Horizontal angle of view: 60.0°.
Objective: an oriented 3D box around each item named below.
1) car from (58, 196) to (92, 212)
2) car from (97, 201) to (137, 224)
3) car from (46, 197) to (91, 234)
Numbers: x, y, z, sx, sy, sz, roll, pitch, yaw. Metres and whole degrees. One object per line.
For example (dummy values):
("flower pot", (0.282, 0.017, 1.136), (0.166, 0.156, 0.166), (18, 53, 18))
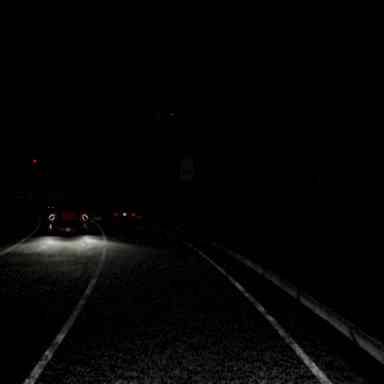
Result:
("car", (-13.348, 1.324, 37.762), (2.128, 1.511, 4.902), (4, -2, -37))
("car", (-5.485, 1.532, 24.492), (2.033, 1.411, 5.357), (2, -1, -23))
("car", (-6.821, 1.267, 18.551), (2.097, 1.767, 4.553), (2, 0, -19))
